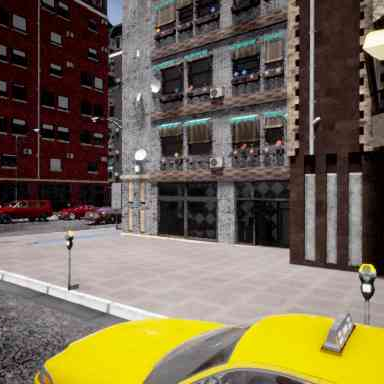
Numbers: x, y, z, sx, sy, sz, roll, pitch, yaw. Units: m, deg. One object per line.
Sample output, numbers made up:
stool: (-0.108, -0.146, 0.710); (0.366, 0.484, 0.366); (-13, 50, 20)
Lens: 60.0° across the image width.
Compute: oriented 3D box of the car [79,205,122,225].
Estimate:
car: (-6.514, 1.936, 28.309); (2.033, 1.411, 5.357); (0, -1, 35)

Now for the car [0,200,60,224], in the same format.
car: (-14.136, 1.591, 27.635); (2.192, 1.841, 5.009); (-1, -2, 35)

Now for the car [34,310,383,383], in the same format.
car: (0.754, 1.525, 2.338); (4.829, 1.417, 1.752); (0, 0, 36)

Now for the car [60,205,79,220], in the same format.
car: (-10.840, 1.923, 32.274); (1.887, 1.381, 4.507); (-1, -2, 35)
